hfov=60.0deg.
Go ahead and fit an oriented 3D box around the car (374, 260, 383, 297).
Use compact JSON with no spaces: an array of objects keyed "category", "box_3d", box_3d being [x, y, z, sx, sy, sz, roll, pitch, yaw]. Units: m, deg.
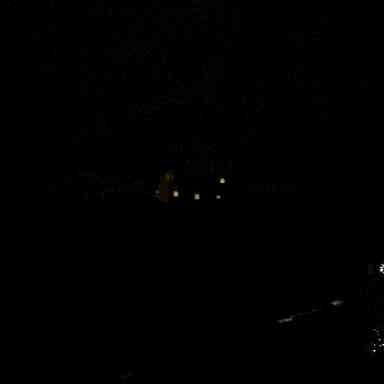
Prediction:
[{"category":"car","box_3d":[5.865,1.516,7.260,4.674,1.442,1.812,0,0,-36]}]
